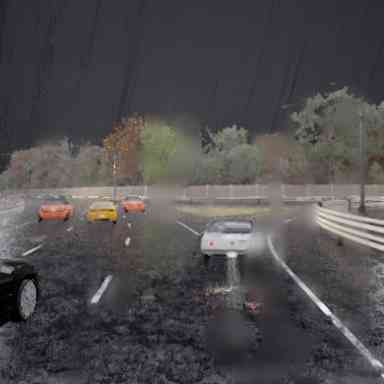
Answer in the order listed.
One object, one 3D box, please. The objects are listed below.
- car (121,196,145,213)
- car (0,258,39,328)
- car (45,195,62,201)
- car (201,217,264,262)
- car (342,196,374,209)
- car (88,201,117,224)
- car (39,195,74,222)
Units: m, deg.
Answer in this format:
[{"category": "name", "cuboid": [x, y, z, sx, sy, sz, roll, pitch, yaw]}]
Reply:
[{"category": "car", "cuboid": [-6.558, 1.269, 36.462, 2.097, 1.767, 4.553, 0, 0, -18]}, {"category": "car", "cuboid": [-3.679, 1.492, 4.256, 2.128, 1.511, 4.902, 0, 0, -2]}, {"category": "car", "cuboid": [-33.013, 1.414, 79.144, 4.902, 1.511, 2.128, 0, 0, 44]}, {"category": "car", "cuboid": [1.484, 1.559, 12.048, 1.895, 1.301, 4.718, 0, 0, 8]}, {"category": "car", "cuboid": [20.798, 1.292, 41.593, 4.902, 1.511, 2.128, 0, 0, -34]}, {"category": "car", "cuboid": [-6.627, 1.429, 24.670, 1.882, 1.535, 5.008, 0, 0, -14]}, {"category": "car", "cuboid": [-10.691, 1.313, 26.468, 2.097, 1.767, 4.553, 0, 0, -14]}]
